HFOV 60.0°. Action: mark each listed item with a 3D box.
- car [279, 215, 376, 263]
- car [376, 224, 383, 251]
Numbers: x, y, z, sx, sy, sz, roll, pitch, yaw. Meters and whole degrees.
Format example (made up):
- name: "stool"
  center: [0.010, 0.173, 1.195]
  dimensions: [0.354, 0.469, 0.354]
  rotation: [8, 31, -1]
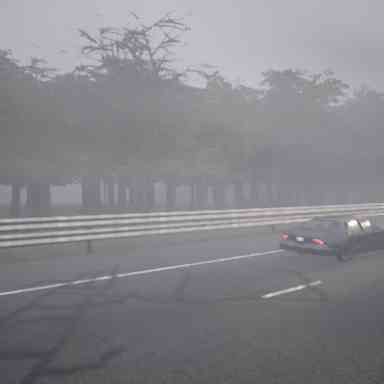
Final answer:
- name: "car"
  center: [5.503, 1.548, 12.043]
  dimensions: [5.357, 1.411, 2.033]
  rotation: [0, 0, -35]
- name: "car"
  center: [7.527, 1.548, 9.187]
  dimensions: [5.357, 1.411, 2.033]
  rotation: [0, 0, -35]
